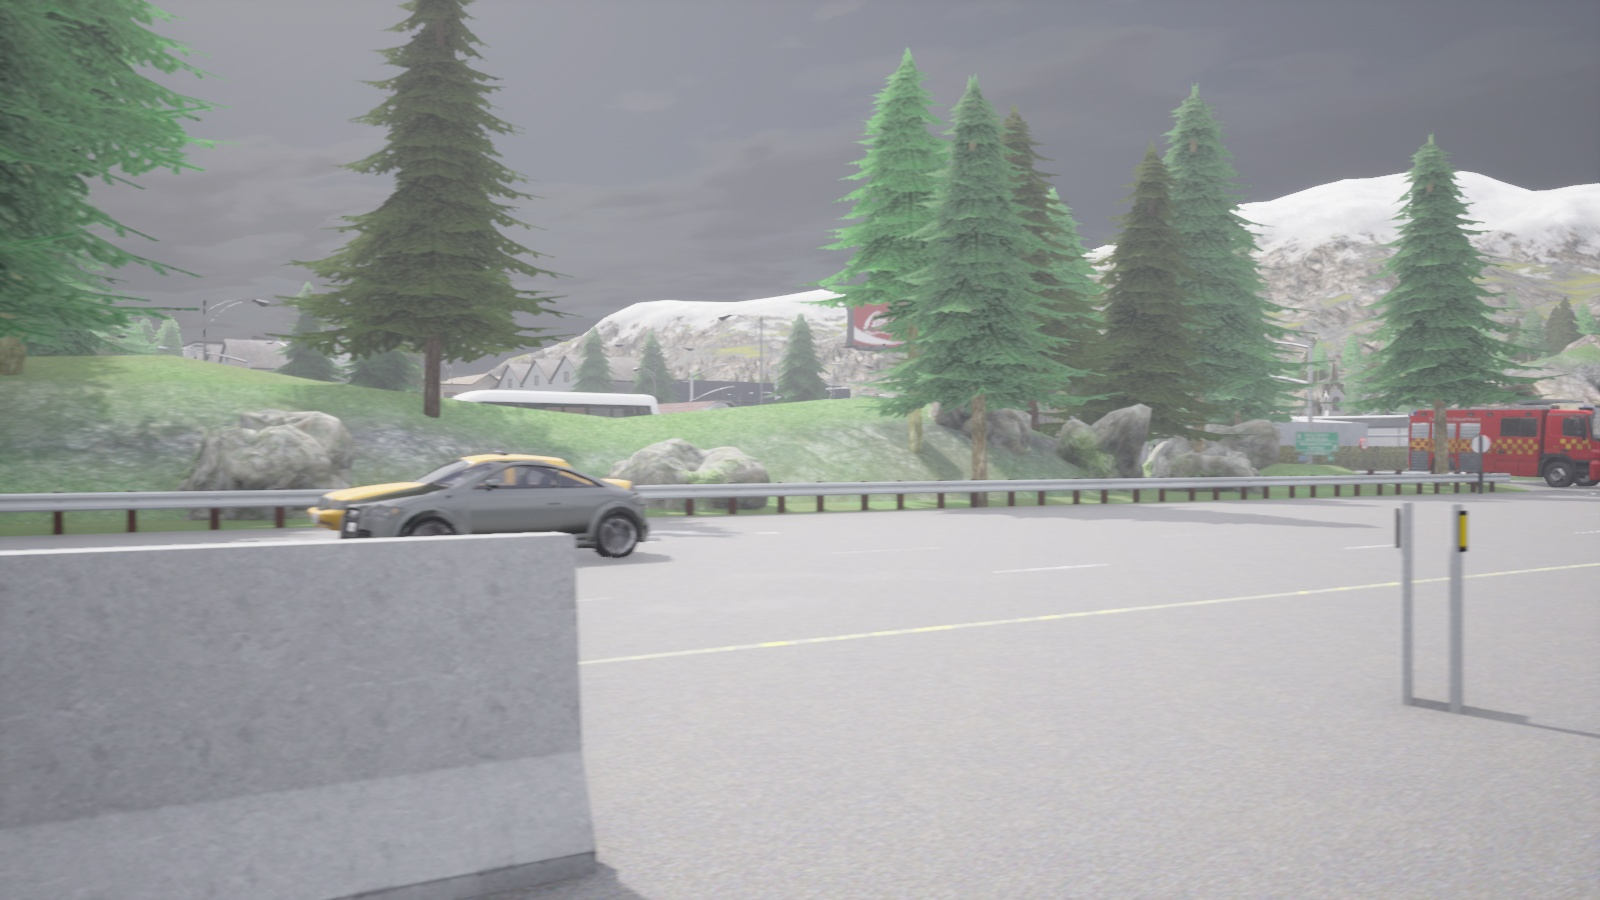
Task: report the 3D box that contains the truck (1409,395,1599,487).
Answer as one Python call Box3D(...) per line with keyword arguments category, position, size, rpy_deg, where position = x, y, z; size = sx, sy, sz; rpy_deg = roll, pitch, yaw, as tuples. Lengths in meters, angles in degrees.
Box3D(category="truck", position=(32.306, -0.487, 56.551), size=(2.891, 3.827, 8.468), rpy_deg=(0, 1, -34))

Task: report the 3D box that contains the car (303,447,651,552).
Box3D(category="car", position=(-5.322, 0.740, 21.078), size=(5.366, 1.575, 1.801), rpy_deg=(0, 0, -33))

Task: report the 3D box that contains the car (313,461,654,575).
Box3D(category="car", position=(-4.374, 0.855, 17.510), size=(4.181, 1.385, 1.994), rpy_deg=(0, 0, -34))

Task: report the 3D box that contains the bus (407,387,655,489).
Box3D(category="bus", position=(-12.127, -0.492, 57.087), size=(10.273, 4.253, 3.944), rpy_deg=(0, 0, -33))
